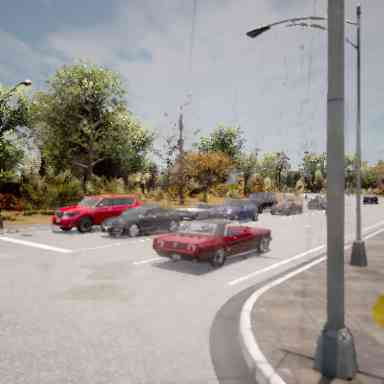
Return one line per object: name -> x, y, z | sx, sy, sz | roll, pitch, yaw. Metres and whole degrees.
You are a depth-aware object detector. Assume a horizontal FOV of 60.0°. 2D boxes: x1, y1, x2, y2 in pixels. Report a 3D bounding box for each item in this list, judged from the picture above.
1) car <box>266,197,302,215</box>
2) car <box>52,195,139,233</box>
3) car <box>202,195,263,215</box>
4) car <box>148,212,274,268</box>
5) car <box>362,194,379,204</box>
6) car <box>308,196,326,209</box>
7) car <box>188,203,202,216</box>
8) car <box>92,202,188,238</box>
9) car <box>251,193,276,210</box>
car -> 9.396, 1.455, 32.831 | 1.812, 1.442, 4.674 | 0, 1, 38
car -> -5.438, 1.207, 19.960 | 2.150, 2.045, 5.566 | 0, 0, 39
car -> 3.153, 1.335, 25.063 | 2.097, 1.767, 4.553 | 0, 0, 39
car -> 0.951, 1.595, 11.362 | 1.895, 1.301, 4.718 | 0, 0, 39
car -> 26.811, 1.010, 49.949 | 1.882, 1.535, 5.008 | 0, 1, 31
car -> 15.913, 1.291, 40.941 | 2.128, 1.511, 4.902 | 0, 1, 39
car -> 0.650, 1.580, 27.538 | 1.895, 1.301, 4.718 | 0, 0, 39
car -> -2.602, 1.493, 17.879 | 1.837, 1.490, 4.892 | 0, 0, 38
car -> 7.268, 1.138, 35.780 | 2.150, 2.045, 5.566 | 0, 1, 39
